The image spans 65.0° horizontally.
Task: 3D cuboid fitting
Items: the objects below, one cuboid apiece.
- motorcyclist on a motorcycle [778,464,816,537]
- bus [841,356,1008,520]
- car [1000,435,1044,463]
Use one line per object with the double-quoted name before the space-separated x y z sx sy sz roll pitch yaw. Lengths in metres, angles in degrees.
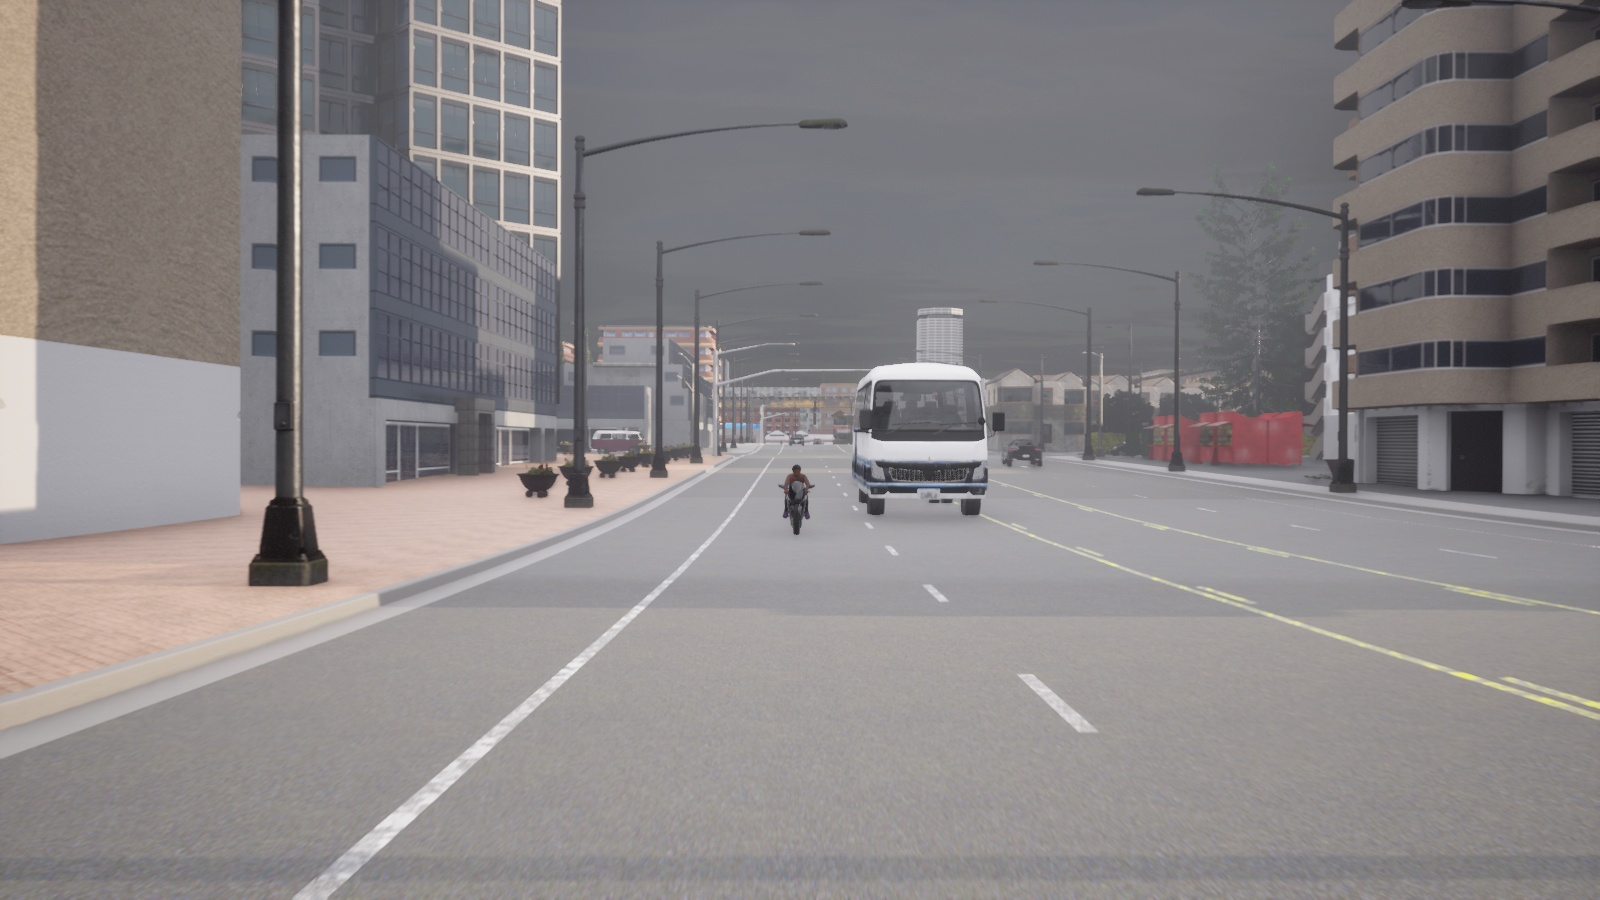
"motorcyclist on a motorcycle" -0.067 1.087 27.771 0.797 1.523 2.044 0 0 0
"bus" 3.403 -0.390 37.660 3.944 4.253 10.273 0 1 0
"car" 13.762 -0.109 78.168 2.152 1.651 5.027 0 1 4
